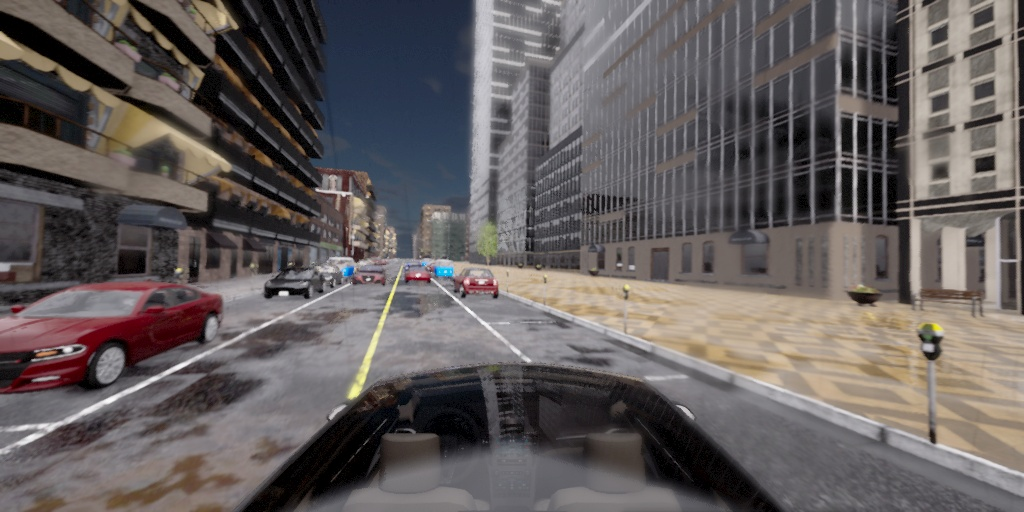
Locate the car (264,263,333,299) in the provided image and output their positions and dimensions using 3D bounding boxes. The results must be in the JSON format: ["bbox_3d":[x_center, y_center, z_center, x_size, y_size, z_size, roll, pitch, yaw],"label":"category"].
[{"bbox_3d":[-10.103,1.192,16.961,1.948,1.339,4.313,0,0,-16],"label":"car"}]

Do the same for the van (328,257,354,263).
[{"bbox_3d":[-13.259,0.994,27.644,1.690,1.789,3.998,0,0,-16],"label":"van"}]

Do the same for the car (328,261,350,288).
[{"bbox_3d":[-11.681,1.190,22.302,2.007,1.370,4.403,0,0,-16],"label":"car"}]

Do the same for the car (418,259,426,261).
[{"bbox_3d":[-11.226,1.337,41.145,1.882,1.535,5.008,2,-1,-16],"label":"car"}]

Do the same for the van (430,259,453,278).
[{"bbox_3d":[-6.803,1.264,35.358,1.690,1.789,3.998,0,0,-16],"label":"van"}]

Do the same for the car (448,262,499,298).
[{"bbox_3d":[-2.069,1.322,19.333,1.967,1.591,4.097,0,0,-16],"label":"car"}]

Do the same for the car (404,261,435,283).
[{"bbox_3d":[-7.650,1.394,29.099,1.994,1.385,4.181,2,-1,-16],"label":"car"}]

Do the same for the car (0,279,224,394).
[{"bbox_3d":[-6.947,1.145,6.278,1.888,1.381,4.507,0,0,-16],"label":"car"}]

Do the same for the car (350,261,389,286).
[{"bbox_3d":[-9.606,1.287,24.541,1.994,1.385,4.181,2,-1,-16],"label":"car"}]

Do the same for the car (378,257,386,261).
[{"bbox_3d":[-22.729,1.051,59.692,2.192,1.841,5.009,0,0,-16],"label":"car"}]

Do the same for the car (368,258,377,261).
[{"bbox_3d":[-17.993,1.245,43.667,2.007,1.370,4.403,0,0,-16],"label":"car"}]

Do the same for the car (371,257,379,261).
[{"bbox_3d":[-19.524,1.233,48.846,1.751,1.417,4.829,0,0,-16],"label":"car"}]
